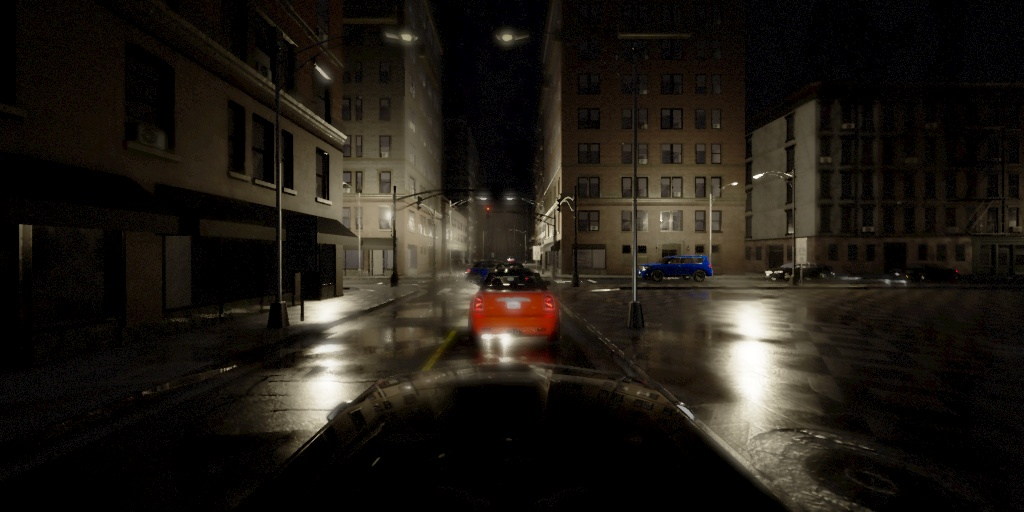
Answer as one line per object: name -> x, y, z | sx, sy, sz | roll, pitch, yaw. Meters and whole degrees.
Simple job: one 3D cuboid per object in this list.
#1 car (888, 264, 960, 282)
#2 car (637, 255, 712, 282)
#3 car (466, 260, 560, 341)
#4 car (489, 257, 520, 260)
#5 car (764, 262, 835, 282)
car -> 33.034, 1.320, 28.851 | 4.181, 1.385, 1.994 | 0, 0, 0
car -> 12.957, 0.974, 28.663 | 5.566, 2.045, 2.150 | 0, 0, -1
car -> 0.046, 1.102, 9.980 | 2.097, 1.767, 4.553 | 0, 0, 0
car -> -0.185, 1.101, 18.901 | 2.097, 1.767, 4.553 | 0, 0, -3
car -> 22.979, 1.246, 28.767 | 4.902, 1.511, 2.128 | 0, 0, -1
